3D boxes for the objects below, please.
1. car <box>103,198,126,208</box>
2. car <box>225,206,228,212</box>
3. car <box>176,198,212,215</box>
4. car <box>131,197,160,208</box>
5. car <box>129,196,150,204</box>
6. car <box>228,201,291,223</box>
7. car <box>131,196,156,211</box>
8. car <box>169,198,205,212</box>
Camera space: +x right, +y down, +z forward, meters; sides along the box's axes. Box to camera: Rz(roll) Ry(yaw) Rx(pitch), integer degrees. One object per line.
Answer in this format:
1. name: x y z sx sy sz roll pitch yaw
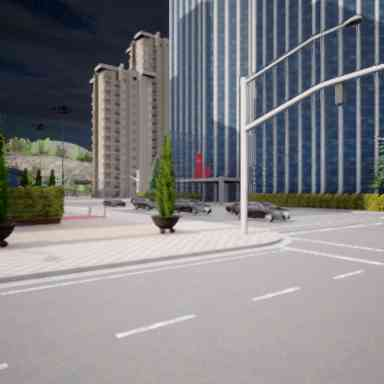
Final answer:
1. car: -11.631 1.549 49.662 2.033 1.411 5.357 0 0 -35
2. car: 5.431 1.604 31.978 1.895 1.301 4.718 0 0 -36
3. car: 0.023 1.494 33.484 2.128 1.511 4.902 0 0 -36
4. car: -6.901 1.550 49.061 2.033 1.411 5.357 0 0 -36
5. car: -10.385 1.494 66.100 2.128 1.511 4.902 0 0 -36
6. car: 5.434 1.494 26.016 2.128 1.511 4.902 0 0 -36
7. car: -5.431 1.507 41.033 1.837 1.490 4.892 0 0 -36
8. car: -0.686 1.480 40.440 1.882 1.535 5.008 0 0 -36
